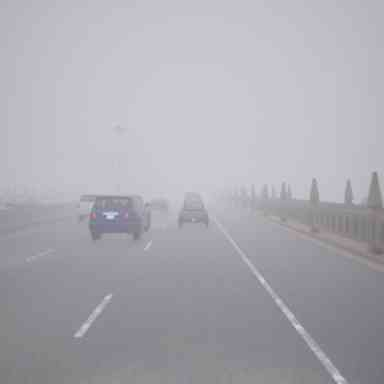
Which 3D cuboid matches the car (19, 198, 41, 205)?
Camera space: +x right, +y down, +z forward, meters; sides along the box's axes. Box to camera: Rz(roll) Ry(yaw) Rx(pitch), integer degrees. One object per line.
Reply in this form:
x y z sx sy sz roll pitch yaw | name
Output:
-17.576 1.338 35.088 1.812 1.442 4.674 0 0 0 | car

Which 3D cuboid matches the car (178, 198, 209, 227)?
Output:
0.097 1.372 21.489 2.128 1.511 4.902 0 0 0 | car

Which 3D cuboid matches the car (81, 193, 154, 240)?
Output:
-3.402 1.127 16.548 2.150 2.045 5.566 0 0 0 | car

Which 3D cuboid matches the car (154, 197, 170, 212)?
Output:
-3.405 1.290 35.060 1.882 1.535 5.008 0 0 0 | car

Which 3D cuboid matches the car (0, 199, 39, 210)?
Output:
-14.093 1.459 25.779 1.895 1.301 4.718 0 0 0 | car

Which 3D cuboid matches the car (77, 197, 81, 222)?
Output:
-6.904 1.083 25.156 2.150 2.045 5.566 0 0 0 | car

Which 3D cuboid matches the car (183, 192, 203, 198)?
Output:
0.098 1.007 40.871 2.150 2.045 5.566 0 1 0 | car
